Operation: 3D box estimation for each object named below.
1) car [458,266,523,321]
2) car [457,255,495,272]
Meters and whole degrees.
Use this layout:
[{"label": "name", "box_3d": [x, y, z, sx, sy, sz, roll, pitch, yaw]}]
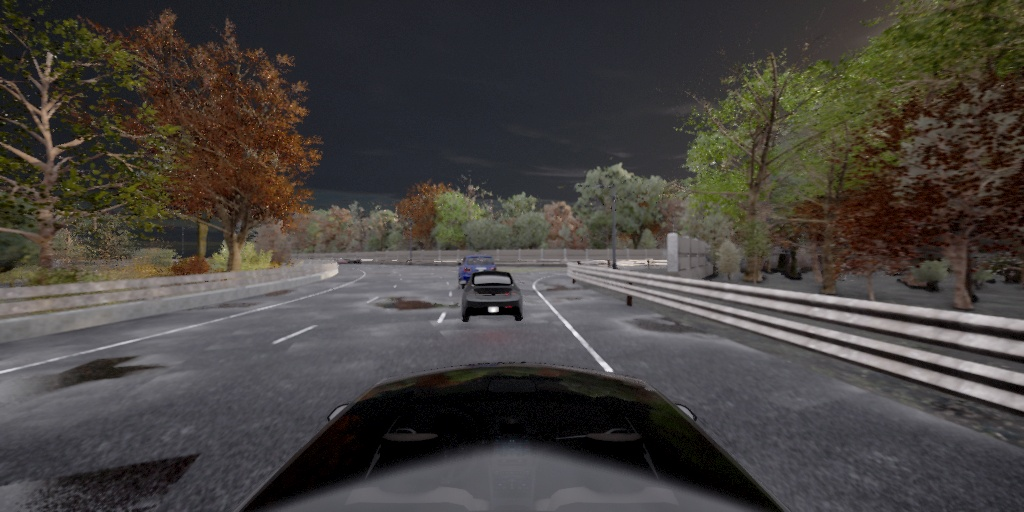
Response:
[{"label": "car", "box_3d": [-0.751, 1.252, 12.468, 1.837, 1.490, 4.892, 0, 0, -5]}, {"label": "car", "box_3d": [-2.323, 0.968, 23.479, 2.150, 2.045, 5.566, 0, 0, -11]}]
